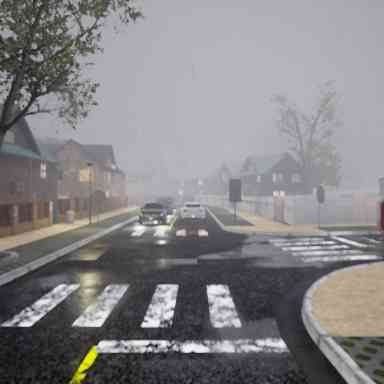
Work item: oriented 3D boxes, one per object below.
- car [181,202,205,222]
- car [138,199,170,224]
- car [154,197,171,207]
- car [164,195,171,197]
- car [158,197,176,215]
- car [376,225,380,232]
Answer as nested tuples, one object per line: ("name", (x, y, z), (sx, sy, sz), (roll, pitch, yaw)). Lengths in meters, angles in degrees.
("car", (0.083, 1.523, 26.210), (1.812, 1.442, 4.674), (0, 0, 0))
("car", (-2.823, 1.523, 24.590), (1.812, 1.442, 4.674), (0, 0, -2))
("car", (-4.827, 1.600, 54.050), (1.812, 1.442, 4.674), (0, 0, -16))
("car", (-3.228, 1.354, 43.960), (2.097, 1.767, 4.553), (0, 0, -4))
("car", (-2.920, 1.560, 34.067), (1.994, 1.385, 4.181), (0, 0, -1))
("car", (10.452, 1.245, 14.260), (4.674, 1.442, 1.812), (-1, 0, 0))
